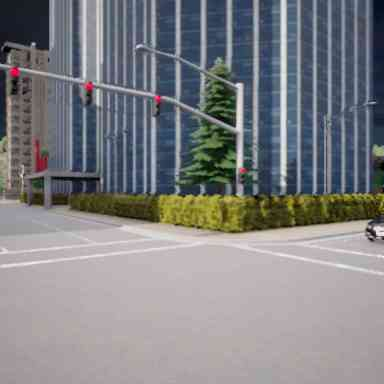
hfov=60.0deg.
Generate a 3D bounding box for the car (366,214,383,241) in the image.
[{"bbox_3d":[9.918,1.488,15.359,4.902,1.511,2.128,0,0,-35],"label":"car"}]
